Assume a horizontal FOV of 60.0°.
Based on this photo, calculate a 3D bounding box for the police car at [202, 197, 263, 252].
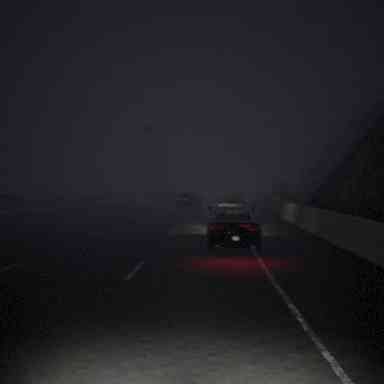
[{"bbox_3d":[1.567,1.211,13.088,1.930,1.638,5.238,0,1,4],"label":"police car"}]

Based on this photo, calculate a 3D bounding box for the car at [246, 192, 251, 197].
[{"bbox_3d":[6.823,0.701,48.795,2.128,1.511,4.902,1,1,17],"label":"car"}]

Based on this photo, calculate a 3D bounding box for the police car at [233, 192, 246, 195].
[{"bbox_3d":[3.281,0.974,27.630,1.930,1.638,5.238,0,1,9],"label":"police car"}]

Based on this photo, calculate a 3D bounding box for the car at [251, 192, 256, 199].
[{"bbox_3d":[10.111,0.611,59.507,1.994,1.385,4.181,1,1,21],"label":"car"}]

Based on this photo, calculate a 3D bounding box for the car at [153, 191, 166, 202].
[{"bbox_3d":[-4.102,0.640,48.567,1.882,1.535,5.008,0,1,16],"label":"car"}]

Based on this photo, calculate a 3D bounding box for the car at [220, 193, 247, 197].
[{"bbox_3d":[2.511,1.091,22.273,1.801,1.575,5.366,0,1,7],"label":"car"}]

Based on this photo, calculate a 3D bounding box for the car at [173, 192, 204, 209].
[{"bbox_3d":[-0.126,0.773,34.253,2.097,1.767,4.553,1,1,11],"label":"car"}]

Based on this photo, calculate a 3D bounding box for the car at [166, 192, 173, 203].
[{"bbox_3d":[-1.416,0.727,44.981,2.128,1.511,4.902,0,1,15],"label":"car"}]
